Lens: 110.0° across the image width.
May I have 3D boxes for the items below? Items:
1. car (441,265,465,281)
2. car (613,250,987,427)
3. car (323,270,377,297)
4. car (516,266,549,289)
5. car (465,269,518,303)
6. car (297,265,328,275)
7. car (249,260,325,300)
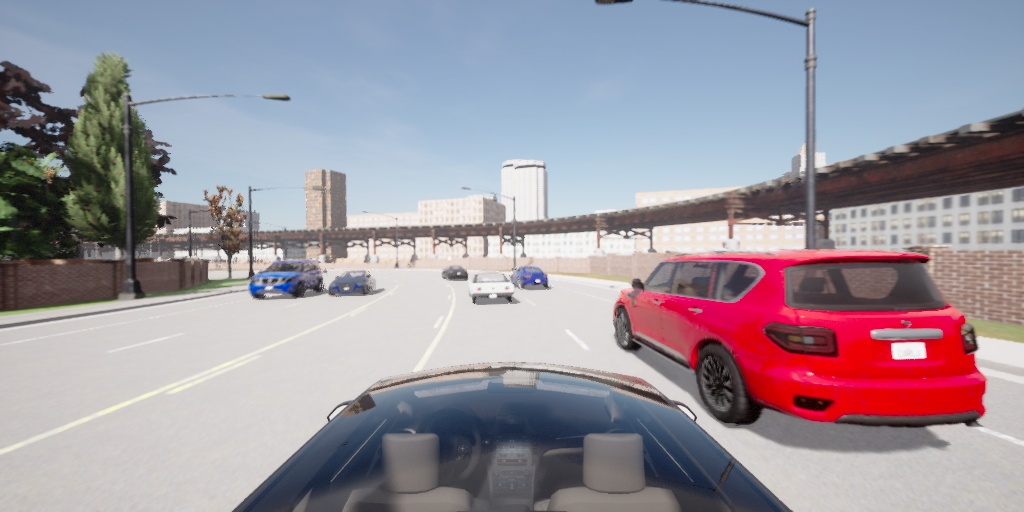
[{"bbox_3d":[-5.556,1.575,34.555,1.994,1.385,4.181,-1,0,-21],"label":"car"},{"bbox_3d":[3.441,0.956,5.875,2.150,2.045,5.566,-1,0,-2],"label":"car"},{"bbox_3d":[-9.117,1.547,20.832,1.994,1.385,4.181,-1,0,-12],"label":"car"},{"bbox_3d":[1.110,1.386,24.268,1.812,1.442,4.674,-1,0,-12],"label":"car"},{"bbox_3d":[-1.145,1.456,17.555,1.895,1.301,4.718,-1,0,-9],"label":"car"},{"bbox_3d":[-30.946,2.207,55.589,5.357,1.411,2.033,-2,0,35],"label":"car"},{"bbox_3d":[-12.512,1.249,20.368,2.150,2.045,5.566,-1,0,-11],"label":"car"}]
